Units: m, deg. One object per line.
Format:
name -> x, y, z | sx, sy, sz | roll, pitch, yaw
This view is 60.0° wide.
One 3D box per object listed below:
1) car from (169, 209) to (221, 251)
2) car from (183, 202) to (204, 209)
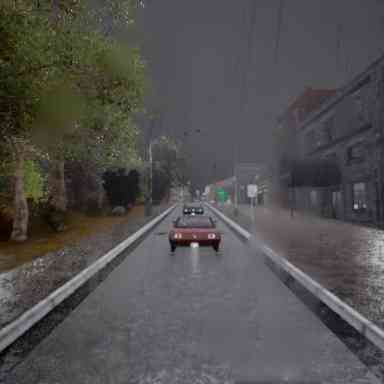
car -> 0.101, 1.608, 14.111 | 1.895, 1.301, 4.718 | 0, 0, 0
car -> 0.098, 1.617, 30.967 | 1.895, 1.301, 4.718 | 0, 0, 0
